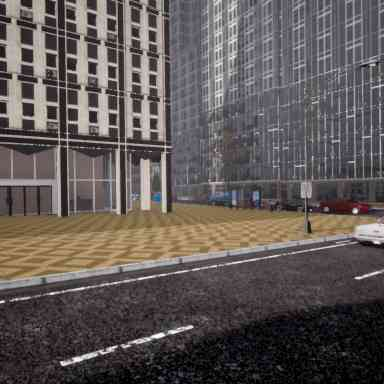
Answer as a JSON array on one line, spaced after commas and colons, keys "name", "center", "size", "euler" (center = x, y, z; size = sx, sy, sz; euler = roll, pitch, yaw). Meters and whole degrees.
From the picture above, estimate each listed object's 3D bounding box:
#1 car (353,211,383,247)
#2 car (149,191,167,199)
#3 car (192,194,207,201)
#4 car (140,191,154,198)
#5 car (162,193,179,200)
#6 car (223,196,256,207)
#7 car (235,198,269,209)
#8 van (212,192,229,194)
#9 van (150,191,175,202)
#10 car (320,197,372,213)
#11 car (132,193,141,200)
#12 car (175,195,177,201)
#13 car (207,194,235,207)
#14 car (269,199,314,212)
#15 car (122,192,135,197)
[{"name": "car", "center": [8.836, 1.593, 13.907], "size": [4.718, 1.301, 1.895], "euler": [0, 0, -34]}, {"name": "car", "center": [-7.935, 0.615, 77.493], "size": [2.192, 1.841, 5.009], "euler": [0, 1, -34]}, {"name": "car", "center": [1.698, 1.043, 63.426], "size": [1.802, 1.307, 4.206], "euler": [0, 1, -34]}, {"name": "car", "center": [-11.146, 0.686, 82.184], "size": [1.967, 1.590, 4.097], "euler": [0, 1, -34]}, {"name": "car", "center": [-4.724, 0.936, 72.806], "size": [1.802, 1.307, 4.206], "euler": [0, 1, -34]}, {"name": "car", "center": [6.546, 1.312, 46.087], "size": [1.895, 1.301, 4.718], "euler": [-1, 1, -34]}, {"name": "car", "center": [7.531, 1.388, 39.873], "size": [1.802, 1.307, 4.206], "euler": [0, 1, -34]}, {"name": "van", "center": [4.907, 0.855, 58.733], "size": [1.690, 1.788, 3.998], "euler": [0, 1, -34]}, {"name": "van", "center": [-5.218, 0.937, 58.691], "size": [1.690, 1.788, 3.998], "euler": [0, 1, -34]}, {"name": "car", "center": [15.306, 1.330, 33.270], "size": [1.882, 1.535, 5.008], "euler": [-1, 1, -34]}, {"name": "car", "center": [-11.639, 1.039, 68.073], "size": [2.008, 1.369, 4.403], "euler": [0, 1, -34]}, {"name": "car", "center": [-4.683, 1.105, 62.661], "size": [1.994, 1.385, 4.181], "euler": [-1, 1, -34]}, {"name": "car", "center": [4.369, 1.319, 44.595], "size": [1.947, 1.339, 4.313], "euler": [0, 1, -34]}, {"name": "car", "center": [10.728, 1.424, 35.171], "size": [1.947, 1.339, 4.313], "euler": [0, 1, -34]}, {"name": "car", "center": [-17.567, 0.688, 91.565], "size": [2.008, 1.369, 4.403], "euler": [0, 1, -34]}]
